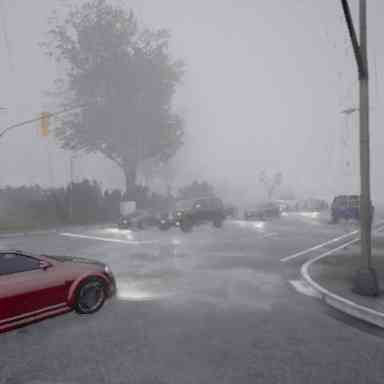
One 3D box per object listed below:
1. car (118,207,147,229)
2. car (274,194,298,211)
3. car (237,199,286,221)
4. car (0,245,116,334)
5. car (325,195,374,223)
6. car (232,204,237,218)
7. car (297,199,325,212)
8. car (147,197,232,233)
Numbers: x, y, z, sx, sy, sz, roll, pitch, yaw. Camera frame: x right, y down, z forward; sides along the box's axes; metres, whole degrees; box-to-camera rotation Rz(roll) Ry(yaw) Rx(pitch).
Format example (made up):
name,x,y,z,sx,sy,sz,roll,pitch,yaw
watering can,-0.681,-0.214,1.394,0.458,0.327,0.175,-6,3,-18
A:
name,x,y,z,sx,sy,sz,roll,pitch,yaw
car,-3.130,1.766,23.258,1.994,1.385,4.181,-1,0,39
car,11.907,1.344,42.421,2.150,2.045,5.566,-1,0,37
car,6.251,1.644,29.420,1.837,1.490,4.892,-1,0,38
car,-3.444,1.642,5.910,1.994,1.385,4.181,-1,-1,39
car,12.531,1.272,25.886,2.150,2.045,5.566,-1,0,38
car,2.431,1.680,30.230,2.128,1.511,4.902,-1,0,38
car,15.170,1.566,40.943,2.128,1.511,4.902,-1,0,37
car,0.031,1.379,21.610,2.150,2.045,5.566,-1,-1,39
